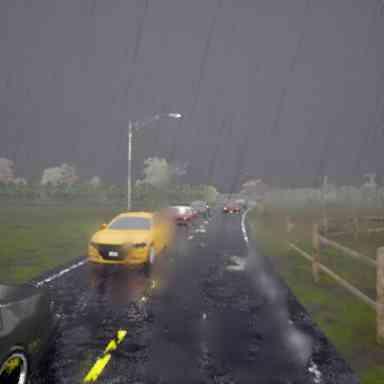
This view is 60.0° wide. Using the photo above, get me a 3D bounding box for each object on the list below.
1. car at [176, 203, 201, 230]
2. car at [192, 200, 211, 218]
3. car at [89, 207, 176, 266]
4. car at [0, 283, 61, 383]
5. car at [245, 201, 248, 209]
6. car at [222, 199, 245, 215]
[{"bbox_3d":[-0.827,1.639,21.710,1.895,1.301,4.718,1,0,8],"label":"car"},{"bbox_3d":[0.699,1.581,31.629,1.837,1.490,4.892,1,0,10],"label":"car"},{"bbox_3d":[-1.966,1.479,11.819,1.882,1.535,5.008,1,0,6],"label":"car"},{"bbox_3d":[-2.745,1.514,2.015,2.033,1.411,5.357,1,0,4],"label":"car"},{"bbox_3d":[7.074,1.723,48.734,1.812,1.442,4.674,1,0,13],"label":"car"},{"bbox_3d":[4.443,1.737,36.137,1.895,1.301,4.718,1,0,11],"label":"car"}]
